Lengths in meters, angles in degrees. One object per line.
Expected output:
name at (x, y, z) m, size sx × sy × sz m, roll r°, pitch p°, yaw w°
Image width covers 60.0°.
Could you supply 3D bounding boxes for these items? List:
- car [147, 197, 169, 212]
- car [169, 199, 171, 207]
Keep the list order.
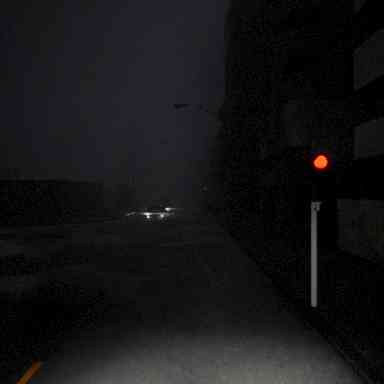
car at (-4.187, 1.477, 39.509) m, size 1.882 × 1.535 × 5.008 m, roll 0°, pitch 0°, yaw 0°
car at (-4.178, 1.504, 49.536) m, size 1.837 × 1.490 × 4.892 m, roll 0°, pitch 0°, yaw 1°
